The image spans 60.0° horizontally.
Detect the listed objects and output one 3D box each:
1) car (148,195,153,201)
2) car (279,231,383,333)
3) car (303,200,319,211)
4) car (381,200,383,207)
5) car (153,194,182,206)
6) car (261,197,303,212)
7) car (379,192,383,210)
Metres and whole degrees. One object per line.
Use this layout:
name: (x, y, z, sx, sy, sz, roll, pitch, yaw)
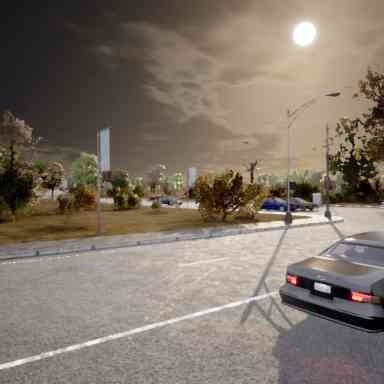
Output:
car: (-7.825, 1.261, 73.344, 1.882, 1.535, 5.008, -1, 0, -38)
car: (4.064, 1.529, 6.673, 5.357, 1.411, 2.033, 0, 0, -36)
car: (11.656, 1.364, 37.947, 2.033, 1.411, 5.357, -1, 0, -39)
car: (12.575, 1.117, 17.586, 5.566, 2.045, 2.150, 0, -1, -35)
car: (-3.428, 1.340, 51.032, 2.128, 1.511, 4.902, -1, 0, -39)
car: (8.876, 1.319, 35.813, 1.882, 1.535, 5.008, -1, 0, -40)
car: (23.217, 0.987, 35.114, 2.150, 2.045, 5.566, -1, 1, -39)
